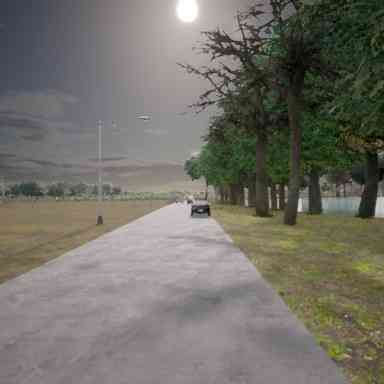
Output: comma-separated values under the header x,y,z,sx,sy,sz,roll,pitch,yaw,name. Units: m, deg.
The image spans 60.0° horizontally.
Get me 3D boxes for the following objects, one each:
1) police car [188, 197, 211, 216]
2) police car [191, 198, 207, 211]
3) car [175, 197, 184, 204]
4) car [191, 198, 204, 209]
x,y,z,sx,sy,sz,roll,pitch,yaw,name
0.825,1.529,33.671,1.930,1.638,5.238,0,0,0,police car
0.825,1.595,43.671,1.930,1.638,5.238,0,0,0,police car
-2.750,1.949,75.934,2.033,1.411,5.357,0,-1,0,car
0.825,1.724,49.561,1.837,1.490,4.892,0,0,0,car
